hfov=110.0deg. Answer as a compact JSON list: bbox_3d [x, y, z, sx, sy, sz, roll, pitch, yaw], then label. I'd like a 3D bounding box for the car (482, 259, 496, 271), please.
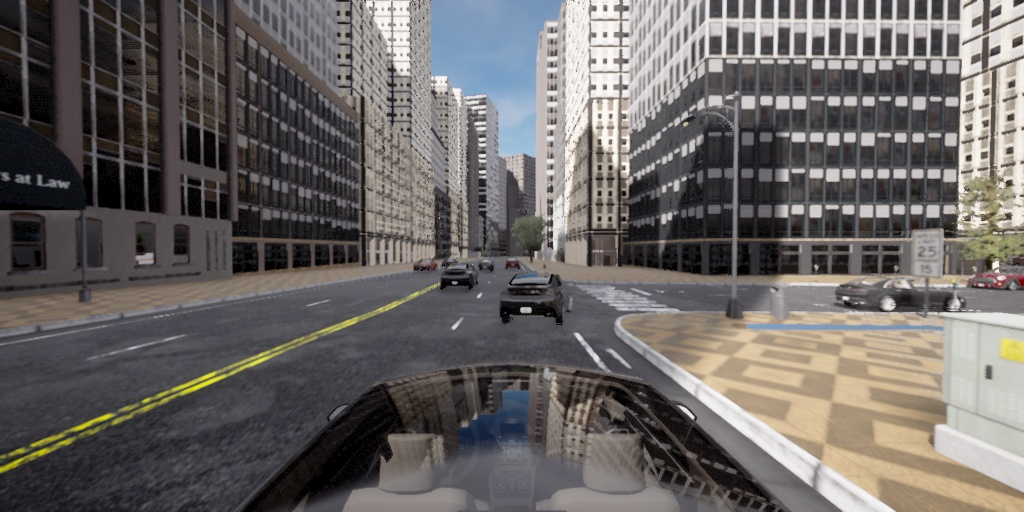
[{"bbox_3d":[-3.151,1.100,44.066,1.812,1.442,4.674,0,0,0],"label":"car"}]

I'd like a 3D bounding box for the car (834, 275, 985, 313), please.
[{"bbox_3d":[15.914,1.522,14.793,4.403,1.370,2.007,0,0,-1],"label":"car"}]

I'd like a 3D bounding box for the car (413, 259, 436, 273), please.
[{"bbox_3d":[-9.837,1.065,40.922,1.882,1.535,5.008,0,0,0],"label":"car"}]

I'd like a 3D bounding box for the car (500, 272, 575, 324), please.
[{"bbox_3d":[0.943,1.294,12.046,1.837,1.490,4.892,-1,-2,14],"label":"car"}]

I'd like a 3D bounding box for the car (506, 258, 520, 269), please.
[{"bbox_3d":[0.098,1.020,51.934,1.882,1.535,5.008,0,0,0],"label":"car"}]

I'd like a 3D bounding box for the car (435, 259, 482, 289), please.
[{"bbox_3d":[-3.146,1.167,22.037,1.837,1.490,4.892,0,1,0],"label":"car"}]

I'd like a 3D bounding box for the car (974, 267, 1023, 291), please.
[{"bbox_3d":[32.742,1.404,23.512,4.097,1.591,1.967,0,0,-1],"label":"car"}]

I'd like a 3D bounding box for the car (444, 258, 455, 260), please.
[{"bbox_3d":[-9.813,1.001,56.580,1.882,1.535,5.008,0,0,0],"label":"car"}]
